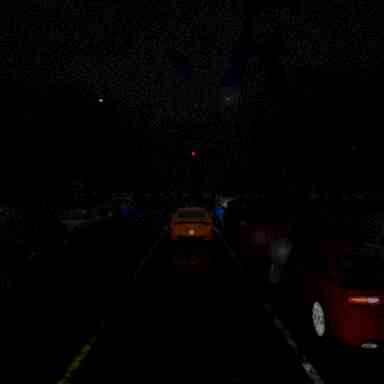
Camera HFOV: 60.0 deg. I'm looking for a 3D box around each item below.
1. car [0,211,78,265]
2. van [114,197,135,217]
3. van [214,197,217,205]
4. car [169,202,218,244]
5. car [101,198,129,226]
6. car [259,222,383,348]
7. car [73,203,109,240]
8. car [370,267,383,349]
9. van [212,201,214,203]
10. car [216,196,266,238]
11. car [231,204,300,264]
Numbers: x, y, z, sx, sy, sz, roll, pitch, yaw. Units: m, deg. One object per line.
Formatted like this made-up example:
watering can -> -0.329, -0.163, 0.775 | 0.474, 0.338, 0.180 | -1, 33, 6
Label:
car -> -5.814, 1.559, 11.700 | 1.947, 1.339, 4.313 | 0, 0, 0
van -> -5.888, 1.304, 28.012 | 1.690, 1.788, 3.998 | 0, 0, 0
van -> 2.662, 1.288, 22.612 | 1.690, 1.788, 3.998 | 0, 0, 0
car -> 0.006, 1.446, 15.787 | 1.882, 1.535, 5.008 | 0, 0, 0
car -> -5.863, 1.413, 22.575 | 1.967, 1.590, 4.097 | 0, 0, 0
car -> 2.735, 1.523, 6.300 | 1.887, 1.381, 4.507 | 0, 0, 0
car -> -5.838, 1.508, 16.968 | 1.752, 1.417, 4.829 | 0, 0, 0
car -> 2.758, 1.515, 1.033 | 1.752, 1.417, 4.829 | 0, 0, 0
van -> 2.638, 1.278, 28.050 | 1.690, 1.788, 3.998 | 0, 0, 0
car -> 2.686, 1.272, 17.175 | 2.192, 1.841, 5.009 | 0, 0, 0
car -> 2.710, 1.408, 11.737 | 1.967, 1.590, 4.097 | 0, 0, 0
